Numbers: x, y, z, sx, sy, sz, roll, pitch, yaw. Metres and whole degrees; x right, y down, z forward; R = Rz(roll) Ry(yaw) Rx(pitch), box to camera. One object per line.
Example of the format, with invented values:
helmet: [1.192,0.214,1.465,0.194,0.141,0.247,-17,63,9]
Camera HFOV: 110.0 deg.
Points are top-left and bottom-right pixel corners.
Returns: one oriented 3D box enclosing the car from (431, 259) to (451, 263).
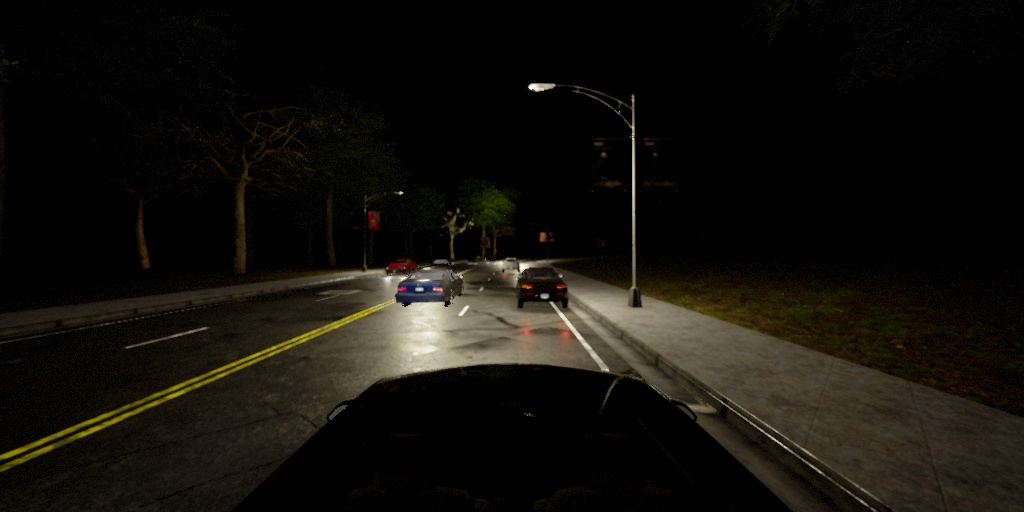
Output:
car: [-6.697,1.013,34.086,1.994,1.385,4.181,0,0,0]

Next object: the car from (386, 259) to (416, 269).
car: [-9.948,0.988,32.630,1.812,1.442,4.674,0,1,0]

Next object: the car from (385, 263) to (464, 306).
car: [-3.193,1.171,14.826,2.033,1.411,5.357,0,1,0]

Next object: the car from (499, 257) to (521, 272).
car: [-0.082,0.940,38.088,1.812,1.442,4.674,0,0,0]

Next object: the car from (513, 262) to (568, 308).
car: [1.096,1.154,14.330,1.812,1.442,4.674,0,1,0]
